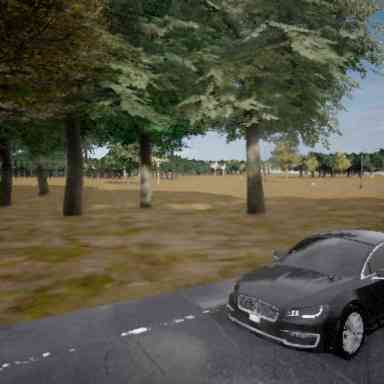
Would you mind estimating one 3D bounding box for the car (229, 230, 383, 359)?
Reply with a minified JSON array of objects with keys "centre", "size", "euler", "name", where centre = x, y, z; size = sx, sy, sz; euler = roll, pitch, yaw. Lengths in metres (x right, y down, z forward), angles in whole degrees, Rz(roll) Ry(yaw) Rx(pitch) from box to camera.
[{"centre":[2.830,1.510,6.080],"size":[4.892,1.490,1.837],"euler":[0,0,-36],"name":"car"}]
